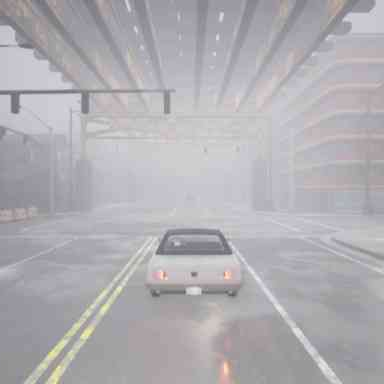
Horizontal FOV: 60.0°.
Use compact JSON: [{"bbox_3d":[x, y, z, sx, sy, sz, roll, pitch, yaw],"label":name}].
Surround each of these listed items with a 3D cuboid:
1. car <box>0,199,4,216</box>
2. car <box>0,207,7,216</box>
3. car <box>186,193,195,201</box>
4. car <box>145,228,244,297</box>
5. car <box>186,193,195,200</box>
[{"bbox_3d":[-16.916,1.177,25.093,4.536,1.218,1.853,0,0,-20],"label":"car"},{"bbox_3d":[-16.867,1.335,25.112,4.974,1.542,2.038,0,0,-20],"label":"car"},{"bbox_3d":[-0.288,1.126,67.506,1.837,1.490,4.892,0,1,0],"label":"car"},{"bbox_3d":[0.044,1.561,8.458,1.895,1.301,4.718,0,0,0],"label":"car"},{"bbox_3d":[-0.332,0.948,77.920,1.882,1.535,5.008,0,1,0],"label":"car"}]
